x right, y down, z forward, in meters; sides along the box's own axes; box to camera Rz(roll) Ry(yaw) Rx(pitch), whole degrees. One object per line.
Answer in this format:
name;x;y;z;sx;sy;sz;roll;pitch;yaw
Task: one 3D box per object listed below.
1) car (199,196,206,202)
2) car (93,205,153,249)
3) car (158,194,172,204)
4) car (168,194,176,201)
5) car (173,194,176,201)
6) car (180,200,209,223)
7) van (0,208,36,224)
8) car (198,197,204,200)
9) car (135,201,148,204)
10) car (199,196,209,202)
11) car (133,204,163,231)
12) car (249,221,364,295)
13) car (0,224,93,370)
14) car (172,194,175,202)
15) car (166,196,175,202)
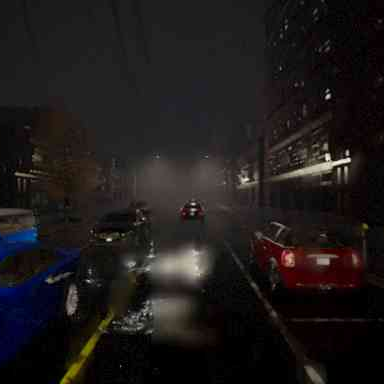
car;2.748;1.820;88.421;1.802;1.307;4.206;1;0;0
car;-3.081;1.544;14.779;1.837;1.490;4.892;0;0;0
car;-5.641;1.613;65.618;1.967;1.590;4.097;1;0;0
car;-5.624;1.569;94.052;2.192;1.841;5.009;1;0;0
car;-5.633;1.661;82.679;1.967;1.590;4.097;1;0;0
car;0.027;1.616;26.404;2.033;1.411;5.357;0;0;0
van;-5.667;1.364;8.753;1.690;1.788;3.998;1;0;0
car;0.083;1.658;42.244;2.033;1.411;5.357;0;0;0
car;-5.658;1.679;37.185;1.802;1.307;4.206;1;0;0
car;2.740;1.715;71.532;1.752;1.417;4.829;1;0;0
car;-2.989;1.656;21.409;1.895;1.301;4.718;0;0;0
car;2.710;1.463;8.809;1.967;1.590;4.097;1;0;0
car;-3.088;1.490;4.527;1.882;1.535;5.008;0;0;0
car;-5.638;1.771;76.992;1.947;1.339;4.313;1;0;0
car;-5.632;1.804;88.365;1.947;1.339;4.313;1;0;0
